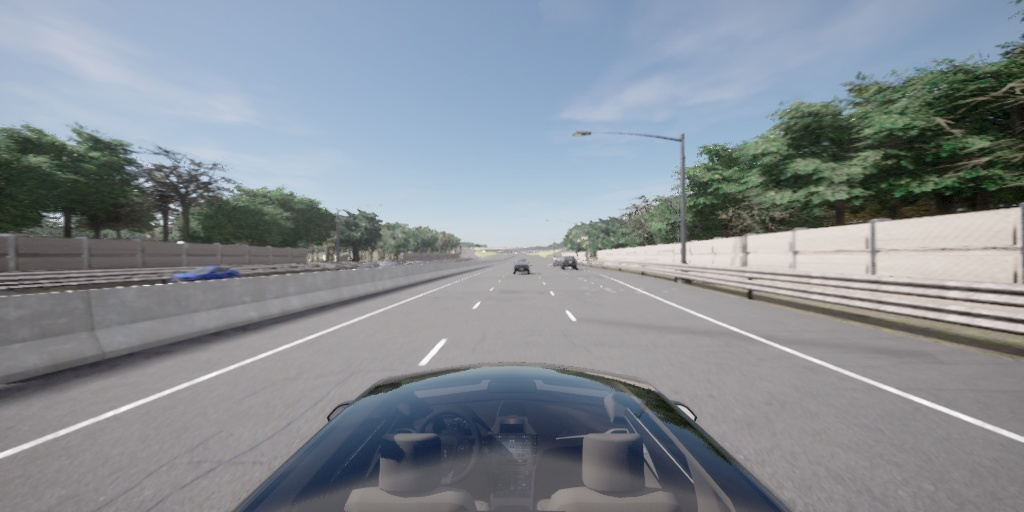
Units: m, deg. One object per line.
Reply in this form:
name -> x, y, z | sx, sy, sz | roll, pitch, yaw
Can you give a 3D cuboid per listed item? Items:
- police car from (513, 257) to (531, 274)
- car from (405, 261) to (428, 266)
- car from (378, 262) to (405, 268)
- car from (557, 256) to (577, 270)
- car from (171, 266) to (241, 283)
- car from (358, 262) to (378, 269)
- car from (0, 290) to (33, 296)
police car -> 1.199, 1.279, 43.121 | 1.930, 1.638, 5.238 | -1, 0, 3
car -> -12.679, 1.528, 49.631 | 1.837, 1.490, 4.892 | -1, 0, 2
car -> -16.175, 1.552, 49.730 | 2.128, 1.511, 4.902 | -1, 0, 3
car -> 8.573, 1.049, 54.530 | 2.150, 2.045, 5.566 | -1, 0, 3
car -> -23.213, 1.527, 27.429 | 1.882, 1.535, 5.008 | -1, 0, -1
car -> -19.675, 1.600, 49.767 | 1.837, 1.490, 4.892 | -1, 0, 2
car -> -14.005, 1.399, 7.777 | 2.128, 1.511, 4.902 | -1, 0, 2
